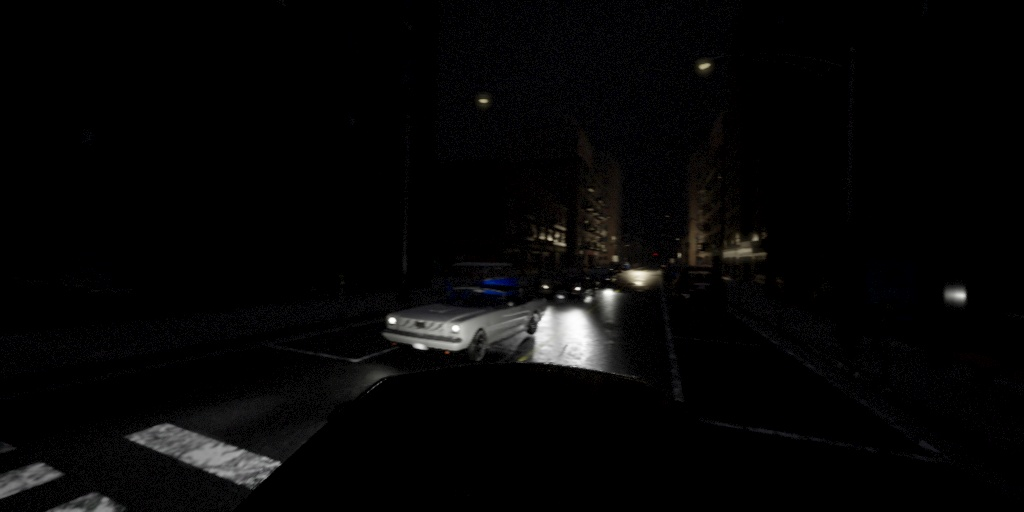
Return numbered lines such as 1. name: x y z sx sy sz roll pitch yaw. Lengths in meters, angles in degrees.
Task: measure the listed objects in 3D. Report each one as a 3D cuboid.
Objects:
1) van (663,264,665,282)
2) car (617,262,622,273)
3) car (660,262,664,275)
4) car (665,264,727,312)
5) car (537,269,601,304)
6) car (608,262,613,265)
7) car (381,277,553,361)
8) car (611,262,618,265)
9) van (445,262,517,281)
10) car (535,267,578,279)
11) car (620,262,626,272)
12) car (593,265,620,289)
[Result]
1. van: 14.458 1.652 31.451 1.690 1.789 3.998 0 0 22
2. car: 15.074 2.031 54.528 1.948 1.339 4.313 0 0 22
3. car: 16.481 1.709 36.464 2.192 1.841 5.009 0 0 22
4. car: 8.390 1.376 16.412 2.192 1.841 5.009 0 0 22
5. car: 2.992 1.529 17.840 1.895 1.301 4.718 1 0 22
6. car: 10.953 1.825 44.351 1.751 1.417 4.829 0 0 22
7. car: -0.765 1.374 8.546 1.895 1.301 4.718 1 0 25
8. car: 13.045 1.933 49.518 2.007 1.370 4.403 0 0 22
9. van: -1.156 1.140 14.445 1.690 1.789 3.998 0 0 22
10. car: 2.902 1.532 24.465 1.948 1.339 4.313 0 0 22
11. car: 17.103 1.863 59.539 2.192 1.841 5.009 0 0 22
12. car: 6.806 1.611 27.225 1.812 1.442 4.674 1 0 22
